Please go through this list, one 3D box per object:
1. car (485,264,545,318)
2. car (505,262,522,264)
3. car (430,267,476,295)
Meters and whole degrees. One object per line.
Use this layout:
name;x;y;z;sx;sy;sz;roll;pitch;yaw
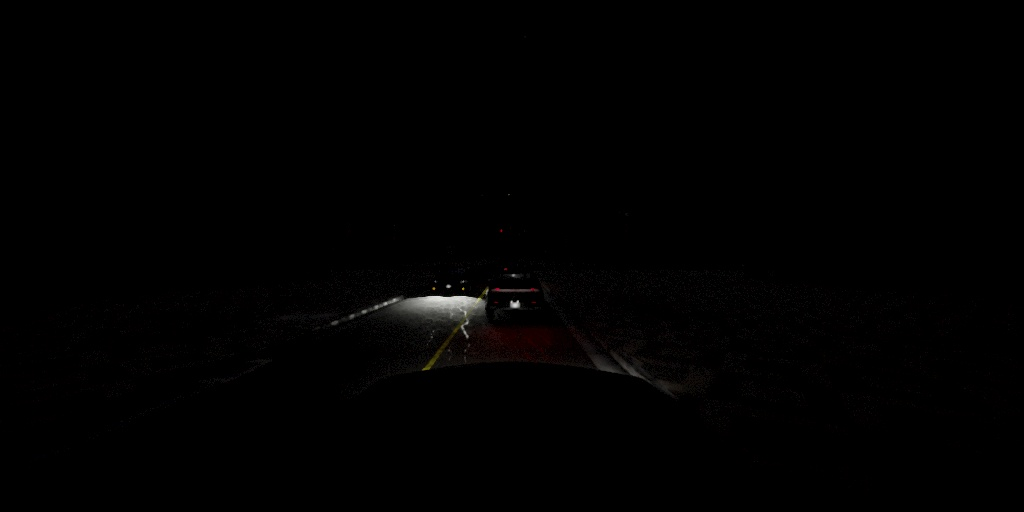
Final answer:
car;0.095;1.219;12.911;2.128;1.511;4.902;0;0;0
car;0.107;1.184;28.272;2.128;1.511;4.902;0;0;0
car;-3.086;1.276;19.398;1.994;1.385;4.181;0;0;0
